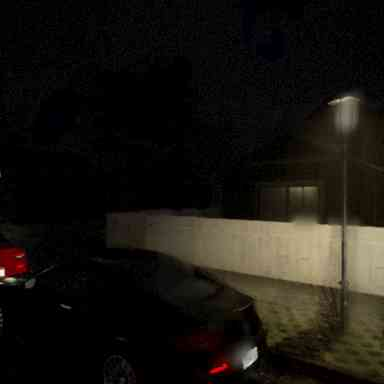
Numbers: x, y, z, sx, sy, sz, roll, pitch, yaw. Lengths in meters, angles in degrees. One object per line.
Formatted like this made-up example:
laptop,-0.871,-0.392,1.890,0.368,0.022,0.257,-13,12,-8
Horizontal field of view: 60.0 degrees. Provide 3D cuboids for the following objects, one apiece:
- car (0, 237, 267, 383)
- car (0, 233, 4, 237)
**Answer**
car,-1.228,1.573,4.888,4.674,1.442,1.812,0,-1,37
car,-5.979,1.587,8.509,4.674,1.442,1.812,0,-1,38
